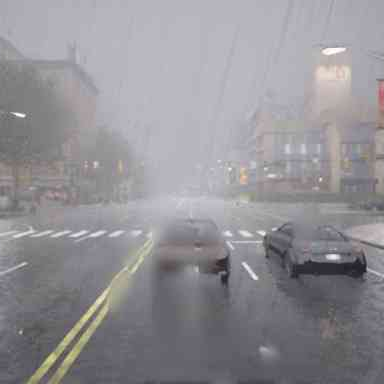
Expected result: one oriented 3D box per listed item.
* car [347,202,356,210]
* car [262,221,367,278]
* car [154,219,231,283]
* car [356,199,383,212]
[{"bbox_3d":[22.992,1.633,43.772,4.902,1.511,2.128,0,0,0],"label":"car"},{"bbox_3d":[3.504,1.597,10.264,1.994,1.385,4.181,0,0,0],"label":"car"},{"bbox_3d":[0.005,1.524,9.738,2.128,1.511,4.902,0,0,0],"label":"car"},{"bbox_3d":[23.198,1.608,40.276,5.008,1.535,1.882,0,0,0],"label":"car"}]
